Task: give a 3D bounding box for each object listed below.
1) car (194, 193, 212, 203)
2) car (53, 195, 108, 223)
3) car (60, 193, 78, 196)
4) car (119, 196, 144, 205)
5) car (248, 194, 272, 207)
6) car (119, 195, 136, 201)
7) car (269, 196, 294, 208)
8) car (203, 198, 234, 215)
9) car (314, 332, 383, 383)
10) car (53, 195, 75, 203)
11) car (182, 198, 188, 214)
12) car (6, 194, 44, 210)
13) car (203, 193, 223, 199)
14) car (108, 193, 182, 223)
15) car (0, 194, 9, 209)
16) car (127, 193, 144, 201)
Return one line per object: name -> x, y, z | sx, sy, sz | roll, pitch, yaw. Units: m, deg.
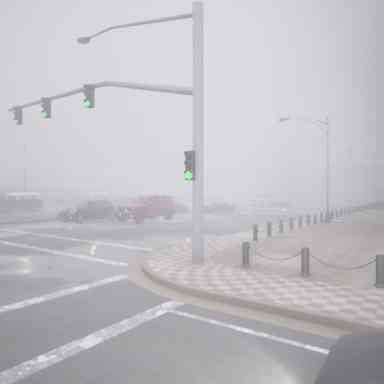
car -> 2.302, 1.184, 68.803 | 1.905, 1.878, 3.866 | 0, 0, 36
car -> -8.082, 1.392, 25.890 | 2.097, 1.767, 4.553 | 0, 0, 36
car -> -23.887, 1.166, 66.228 | 1.932, 1.855, 4.605 | 0, 0, 36
car -> -10.205, 1.421, 56.313 | 1.970, 1.475, 3.806 | 0, 0, 36
car -> 10.847, 1.265, 51.792 | 2.150, 2.045, 5.566 | 0, 0, 37
car -> -15.878, 1.406, 82.092 | 1.970, 1.475, 3.806 | 0, 0, 36
car -> 13.775, 1.568, 49.866 | 1.812, 1.442, 4.674 | 0, 0, 37
car -> 2.492, 1.643, 34.478 | 1.895, 1.301, 4.718 | 0, 0, 36
car -> 3.344, 1.549, 1.575 | 5.357, 1.411, 2.033 | 0, 0, 33
car -> -26.186, 1.374, 67.992 | 1.784, 1.438, 3.905 | 0, 0, 36
car -> -2.256, 1.602, 33.898 | 1.994, 1.385, 4.181 | 0, 0, 36
car -> -23.784, 1.416, 47.541 | 1.970, 1.475, 3.806 | 0, 0, 36
car -> 4.605, 1.183, 67.049 | 1.932, 1.855, 4.605 | 0, 0, 36
car -> -3.542, 1.264, 26.186 | 2.150, 2.045, 5.566 | 0, 0, 36
car -> -26.118, 1.383, 49.253 | 1.784, 1.438, 3.905 | 0, 0, 36
car -> -13.548, 1.169, 80.372 | 1.905, 1.878, 3.866 | 0, 0, 36
